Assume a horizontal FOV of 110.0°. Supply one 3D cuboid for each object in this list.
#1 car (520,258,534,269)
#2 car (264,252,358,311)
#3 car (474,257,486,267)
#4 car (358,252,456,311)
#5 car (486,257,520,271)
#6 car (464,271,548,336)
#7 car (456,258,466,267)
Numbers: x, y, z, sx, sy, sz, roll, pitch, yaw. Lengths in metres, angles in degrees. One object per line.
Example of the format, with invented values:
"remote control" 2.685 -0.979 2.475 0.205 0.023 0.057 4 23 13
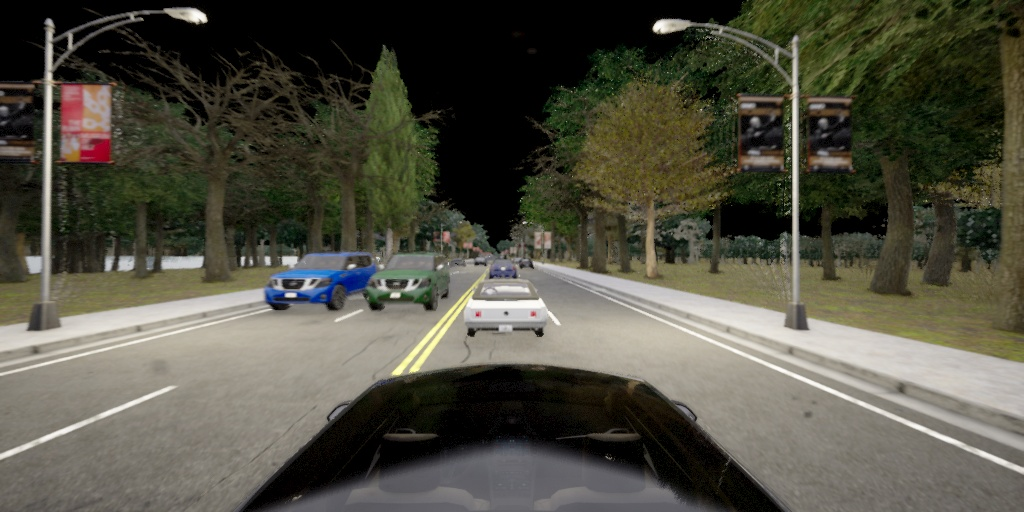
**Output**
"car" 1.932 1.017 49.174 1.812 1.442 4.674 0 0 -2
"car" -7.003 0.851 13.990 2.150 2.045 5.566 0 0 -2
"car" -4.948 0.909 56.492 1.882 1.535 5.008 0 0 -1
"car" -3.755 0.867 14.084 2.150 2.045 5.566 0 0 -2
"car" -0.712 0.929 28.295 2.097 1.767 4.553 0 0 -2
"car" -0.194 1.290 10.116 1.895 1.301 4.718 0 0 -2
"car" -8.155 0.983 54.732 1.994 1.385 4.181 0 0 -1
